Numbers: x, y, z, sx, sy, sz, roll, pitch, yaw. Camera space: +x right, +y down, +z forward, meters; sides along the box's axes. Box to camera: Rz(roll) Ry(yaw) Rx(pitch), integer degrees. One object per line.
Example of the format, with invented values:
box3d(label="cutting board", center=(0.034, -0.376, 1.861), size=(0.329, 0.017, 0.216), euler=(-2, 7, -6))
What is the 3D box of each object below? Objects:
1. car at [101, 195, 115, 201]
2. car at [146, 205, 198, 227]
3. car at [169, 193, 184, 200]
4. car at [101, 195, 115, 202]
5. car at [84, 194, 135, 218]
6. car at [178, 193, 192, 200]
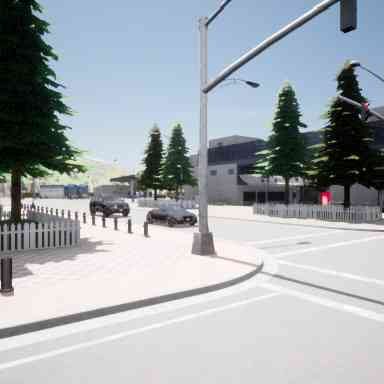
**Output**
box3d(label="car", center=(-20.958, 1.399, 82.757), size=(1.970, 1.475, 3.806), euler=(0, 0, -37))
box3d(label="car", center=(-1.450, 1.579, 22.849), size=(1.994, 1.385, 4.181), euler=(0, 0, -37))
box3d(label="car", center=(-3.922, 1.113, 85.982), size=(1.932, 1.855, 4.605), euler=(0, 0, -37))
box3d(label="car", center=(-18.931, 1.389, 75.022), size=(1.845, 1.501, 3.633), euler=(0, 0, -37))
box3d(label="car", center=(-7.885, 1.237, 31.366), size=(2.150, 2.045, 5.566), euler=(0, 0, -37))
box3d(label="car", center=(-1.834, 1.092, 88.044), size=(1.905, 1.878, 3.866), euler=(0, 0, -37))
